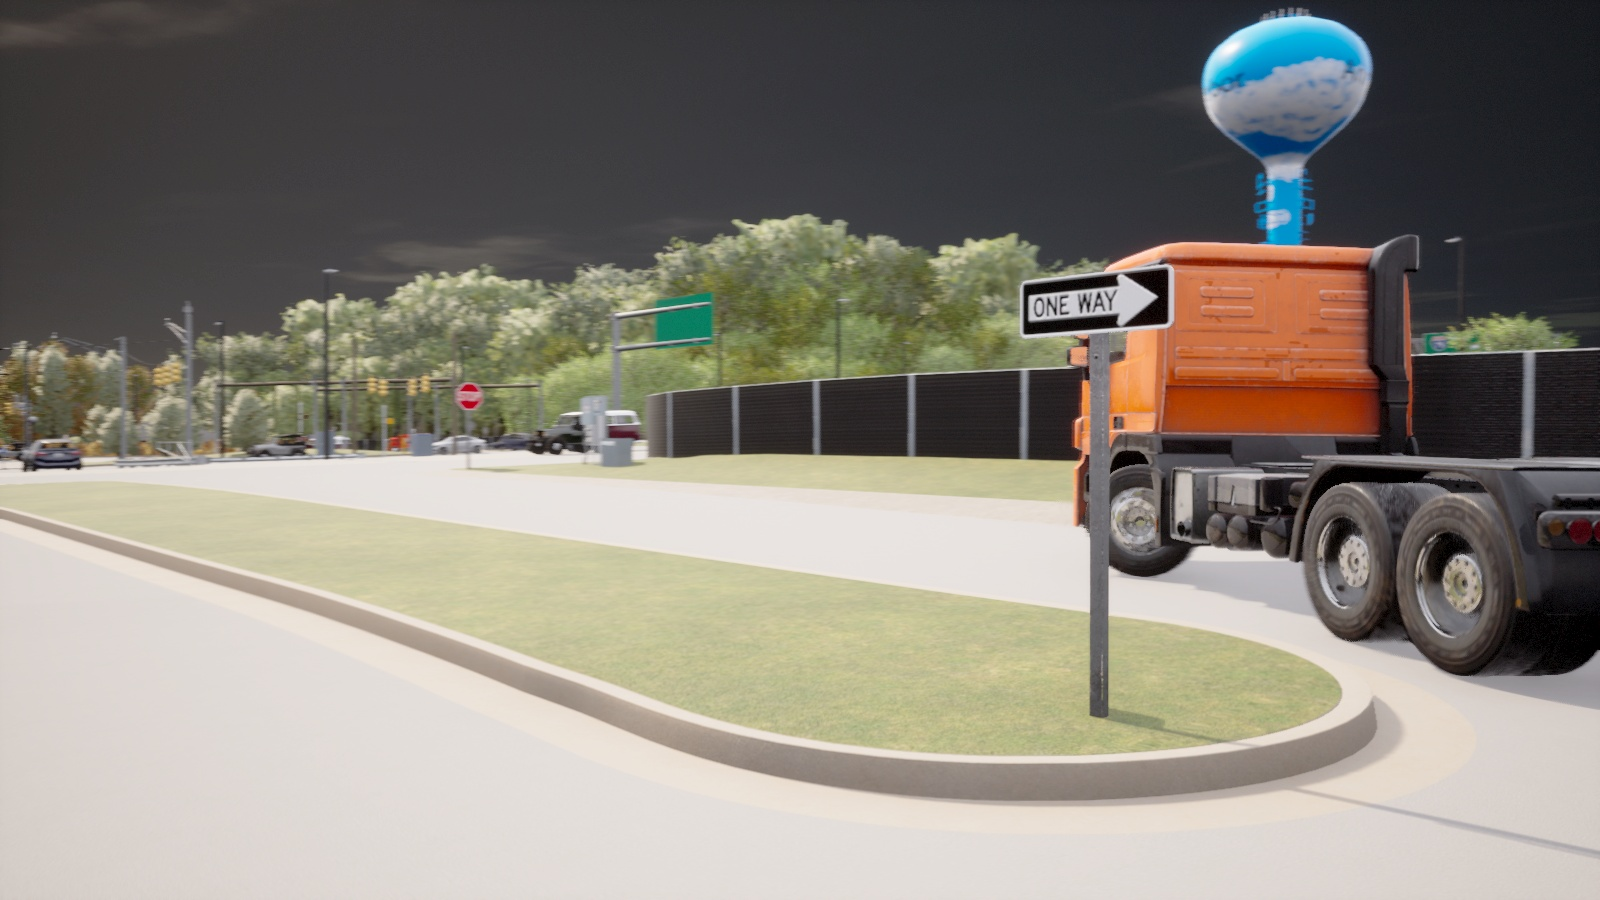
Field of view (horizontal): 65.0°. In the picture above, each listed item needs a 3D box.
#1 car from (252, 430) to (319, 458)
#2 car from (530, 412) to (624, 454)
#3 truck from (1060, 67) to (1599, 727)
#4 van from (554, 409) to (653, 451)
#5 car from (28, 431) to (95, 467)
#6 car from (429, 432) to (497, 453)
[{"bbox_3d":[-35.623,-0.427,86.946,3.866,1.878,1.905,-2,2,-41],"label":"car"},{"bbox_3d":[-10.329,-0.827,58.296,3.866,1.878,1.905,-2,2,-41],"label":"car"},{"bbox_3d":[5.023,-0.341,10.701,2.891,3.462,7.936,1,1,-8],"label":"truck"},{"bbox_3d":[-9.878,-1.027,63.307,4.480,2.038,2.069,-2,2,-41],"label":"van"},{"bbox_3d":[-36.771,-0.062,62.508,2.242,1.667,4.611,-2,2,-38],"label":"car"},{"bbox_3d":[-25.676,-0.578,95.696,4.674,1.442,1.812,-2,2,-43],"label":"car"}]
